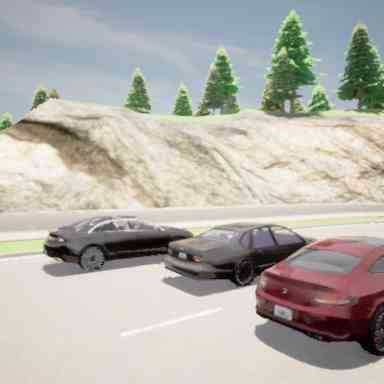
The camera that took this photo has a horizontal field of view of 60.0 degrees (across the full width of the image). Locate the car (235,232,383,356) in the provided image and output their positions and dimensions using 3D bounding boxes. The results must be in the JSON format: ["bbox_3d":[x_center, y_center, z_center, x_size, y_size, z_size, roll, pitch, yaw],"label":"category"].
[{"bbox_3d":[3.168,1.534,6.034,4.674,1.442,1.812,0,0,-35],"label":"car"}]

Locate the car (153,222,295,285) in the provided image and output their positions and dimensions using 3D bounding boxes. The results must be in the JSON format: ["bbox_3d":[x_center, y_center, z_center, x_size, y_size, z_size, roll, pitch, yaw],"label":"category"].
[{"bbox_3d":[1.827,1.558,9.367,5.357,1.411,2.033,0,0,-35],"label":"car"}]

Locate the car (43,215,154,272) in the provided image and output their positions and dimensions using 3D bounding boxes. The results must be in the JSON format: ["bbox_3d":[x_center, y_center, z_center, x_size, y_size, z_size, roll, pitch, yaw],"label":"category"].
[{"bbox_3d":[-2.161,1.499,10.838,4.902,1.511,2.128,0,0,-35],"label":"car"}]
